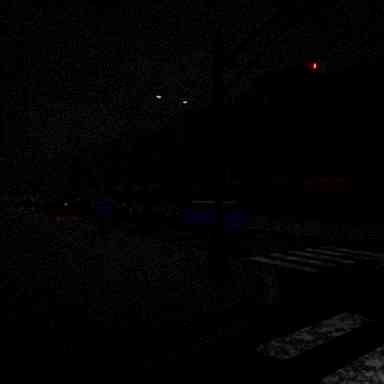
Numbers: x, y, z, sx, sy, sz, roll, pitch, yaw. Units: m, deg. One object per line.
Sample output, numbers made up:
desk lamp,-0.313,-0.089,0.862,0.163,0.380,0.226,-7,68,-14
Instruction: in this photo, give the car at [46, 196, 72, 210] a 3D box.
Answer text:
car,-18.101,1.448,45.162,2.192,1.841,5.009,0,0,-36

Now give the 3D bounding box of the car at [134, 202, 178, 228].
car,-2.040,1.487,22.990,1.967,1.590,4.097,0,0,-36

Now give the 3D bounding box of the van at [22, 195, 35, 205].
van,-30.949,1.545,62.899,1.690,1.788,3.998,0,0,-36

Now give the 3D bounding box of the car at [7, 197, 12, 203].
car,-40.585,1.697,76.202,1.967,1.590,4.097,0,0,-36

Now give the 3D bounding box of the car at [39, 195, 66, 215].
car,-14.257,1.319,35.534,2.150,2.045,5.566,0,0,-36

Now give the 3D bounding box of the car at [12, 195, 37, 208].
car,-26.341,1.517,52.216,2.097,1.767,4.553,0,0,-36

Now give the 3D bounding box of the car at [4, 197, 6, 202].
car,-43.896,1.800,80.774,1.752,1.417,4.829,0,0,-36

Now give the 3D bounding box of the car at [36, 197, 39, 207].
car,-21.312,1.701,49.596,2.008,1.369,4.403,0,0,-36

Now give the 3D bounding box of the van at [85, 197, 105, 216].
van,-8.465,1.421,31.859,1.690,1.788,3.998,0,0,-36

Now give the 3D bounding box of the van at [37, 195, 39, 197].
van,-24.525,1.509,54.030,1.690,1.788,3.998,0,0,-36

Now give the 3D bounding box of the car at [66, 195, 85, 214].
car,-11.677,1.412,36.291,2.192,1.841,5.009,0,0,-36

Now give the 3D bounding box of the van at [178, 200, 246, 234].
van,1.171,1.373,18.556,1.690,1.788,3.998,0,0,-36

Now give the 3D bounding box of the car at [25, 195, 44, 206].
car,-27.737,1.501,58.465,2.192,1.841,5.009,0,0,-36

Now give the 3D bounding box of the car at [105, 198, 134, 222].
car,-5.252,1.503,27.425,1.967,1.590,4.097,0,0,-36
